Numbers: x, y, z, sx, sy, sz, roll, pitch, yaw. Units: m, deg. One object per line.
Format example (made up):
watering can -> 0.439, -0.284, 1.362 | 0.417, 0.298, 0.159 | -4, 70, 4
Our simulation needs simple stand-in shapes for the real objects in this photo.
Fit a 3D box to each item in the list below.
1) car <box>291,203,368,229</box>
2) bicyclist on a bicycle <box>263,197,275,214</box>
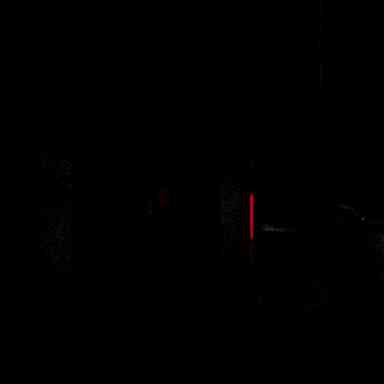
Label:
car -> 8.922, 1.477, 22.104 | 1.882, 1.535, 5.008 | -1, 0, -35
bicyclist on a bicycle -> 7.417, 1.349, 32.129 | 1.656, 1.620, 0.582 | 0, 0, -36
